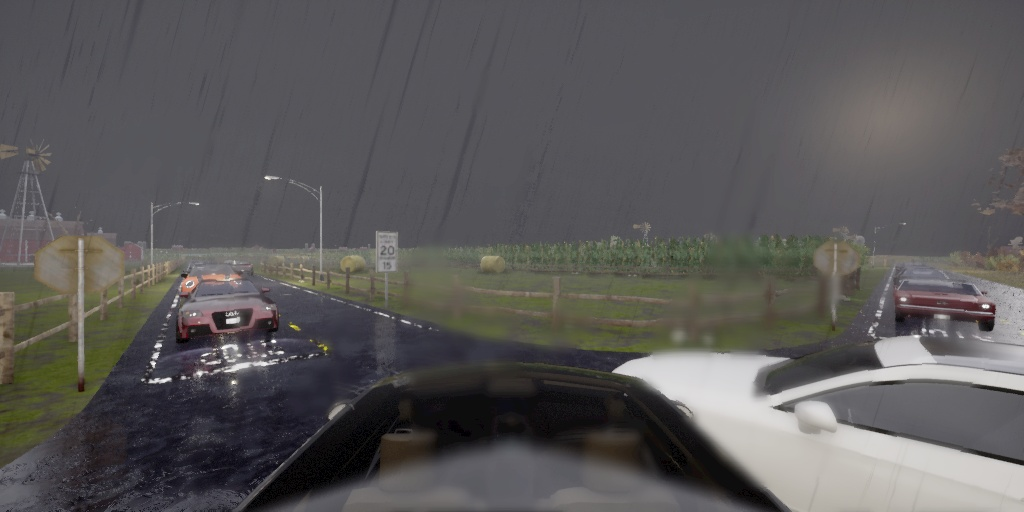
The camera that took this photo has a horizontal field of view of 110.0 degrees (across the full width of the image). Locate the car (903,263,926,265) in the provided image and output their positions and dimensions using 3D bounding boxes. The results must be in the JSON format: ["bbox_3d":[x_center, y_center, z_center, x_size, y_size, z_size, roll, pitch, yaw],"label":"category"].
[{"bbox_3d":[27.371,1.394,24.218,4.181,1.385,1.994,0,1,-43],"label":"car"}]

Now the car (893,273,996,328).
[{"bbox_3d":[13.528,1.395,11.413,4.718,1.301,1.895,0,1,-43],"label":"car"}]

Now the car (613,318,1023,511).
[{"bbox_3d":[2.840,1.294,2.360,1.812,1.442,4.674,0,1,-44],"label":"car"}]

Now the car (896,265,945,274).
[{"bbox_3d":[20.611,1.358,17.970,5.357,1.411,2.033,0,1,-43],"label":"car"}]

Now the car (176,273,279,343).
[{"bbox_3d":[-7.932,1.353,9.957,1.994,1.385,4.181,0,0,-42],"label":"car"}]

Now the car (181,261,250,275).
[{"bbox_3d":[-13.702,1.137,16.446,2.097,1.767,4.553,0,0,-42],"label":"car"}]

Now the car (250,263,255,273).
[{"bbox_3d":[-26.950,1.276,35.687,2.128,1.511,4.902,0,0,-41],"label":"car"}]
